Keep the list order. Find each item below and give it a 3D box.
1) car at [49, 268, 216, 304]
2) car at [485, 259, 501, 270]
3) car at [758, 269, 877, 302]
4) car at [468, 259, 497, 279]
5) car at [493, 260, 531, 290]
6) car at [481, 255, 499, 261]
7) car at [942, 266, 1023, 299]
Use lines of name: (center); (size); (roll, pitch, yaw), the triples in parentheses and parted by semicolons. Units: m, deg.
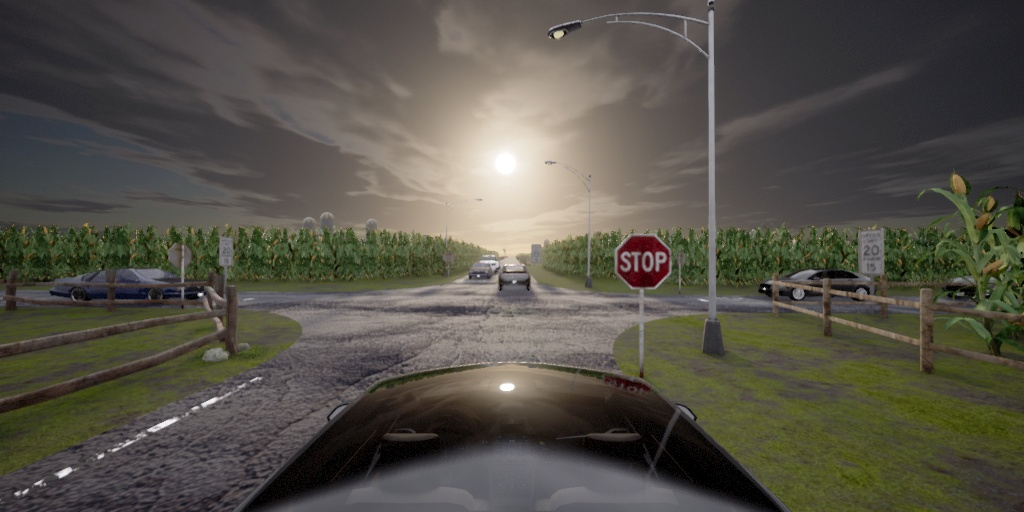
car: (-15.573, 1.194, 14.864); (5.357, 1.411, 2.033); (0, -1, 0)
car: (-2.715, 1.204, 53.096); (2.128, 1.511, 4.902); (0, 0, 0)
car: (14.704, 1.369, 17.419); (4.892, 1.490, 1.837); (0, -1, 1)
car: (-2.779, 1.280, 32.373); (2.033, 1.411, 5.357); (0, 0, 0)
car: (0.147, 1.231, 22.369); (2.128, 1.511, 4.902); (0, 0, 0)
car: (-2.743, 0.946, 42.634); (2.150, 2.045, 5.566); (0, 0, 1)
car: (23.909, 1.280, 17.303); (4.553, 1.767, 2.097); (0, -1, 1)
